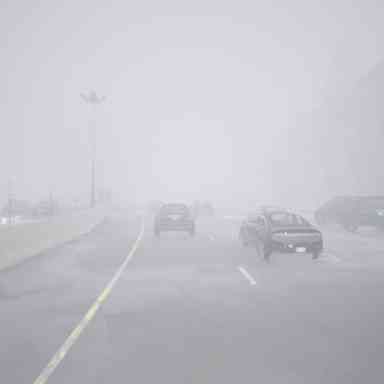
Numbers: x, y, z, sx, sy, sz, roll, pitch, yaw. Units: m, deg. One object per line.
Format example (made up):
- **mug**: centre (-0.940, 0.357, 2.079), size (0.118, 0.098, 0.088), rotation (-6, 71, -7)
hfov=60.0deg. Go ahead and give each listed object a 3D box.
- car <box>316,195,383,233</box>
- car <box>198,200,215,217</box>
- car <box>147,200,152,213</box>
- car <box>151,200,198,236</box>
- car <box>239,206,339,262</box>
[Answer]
- **car**: centre (9.414, 1.208, 19.749), size (2.150, 2.045, 5.566), rotation (0, 0, -6)
- **car**: centre (0.795, 1.502, 30.826), size (2.128, 1.511, 4.902), rotation (0, 0, -9)
- **car**: centre (-4.059, 1.572, 37.689), size (2.033, 1.411, 5.357), rotation (0, 0, -12)
- **car**: centre (-1.076, 1.362, 18.885), size (2.097, 1.767, 4.553), rotation (0, 0, -6)
- **car**: centre (3.036, 1.490, 12.219), size (2.128, 1.511, 4.902), rotation (0, 0, -4)
